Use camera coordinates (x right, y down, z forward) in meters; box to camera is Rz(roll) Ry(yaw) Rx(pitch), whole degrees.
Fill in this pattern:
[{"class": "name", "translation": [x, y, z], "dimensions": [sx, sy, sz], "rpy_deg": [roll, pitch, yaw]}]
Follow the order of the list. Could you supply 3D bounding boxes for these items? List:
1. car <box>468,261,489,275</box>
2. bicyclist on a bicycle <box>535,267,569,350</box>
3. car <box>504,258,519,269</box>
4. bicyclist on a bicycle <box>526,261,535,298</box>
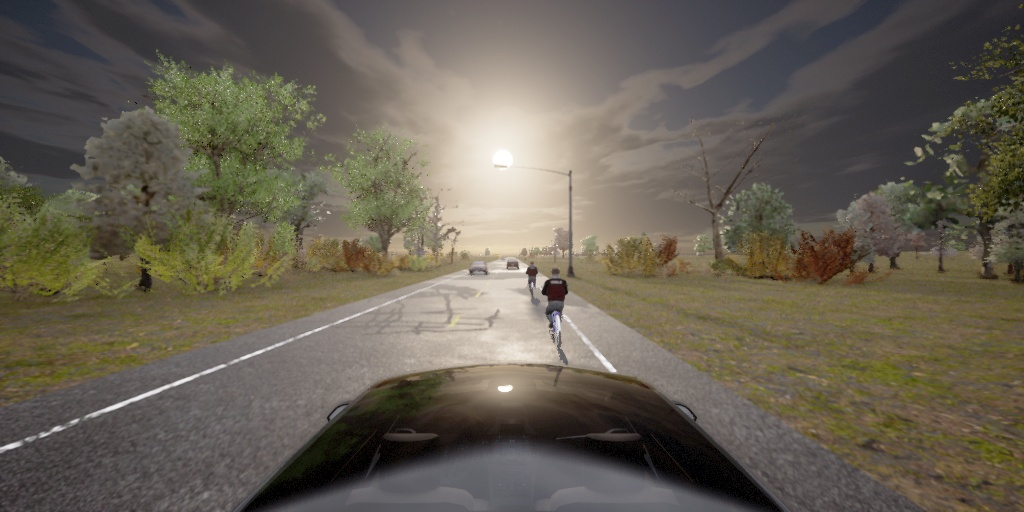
[{"class": "car", "translation": [-3.585, 1.264, 39.011], "dimensions": [1.812, 1.442, 4.674], "rpy_deg": [0, 0, 0]}, {"class": "bicyclist on a bicycle", "translation": [0.964, 1.120, 8.156], "dimensions": [0.659, 1.776, 1.843], "rpy_deg": [0, 0, 0]}, {"class": "car", "translation": [0.109, 1.205, 57.597], "dimensions": [1.882, 1.535, 5.008], "rpy_deg": [0, 0, 0]}, {"class": "bicyclist on a bicycle", "translation": [0.966, 1.117, 17.364], "dimensions": [0.659, 1.776, 1.843], "rpy_deg": [0, 0, 0]}]
